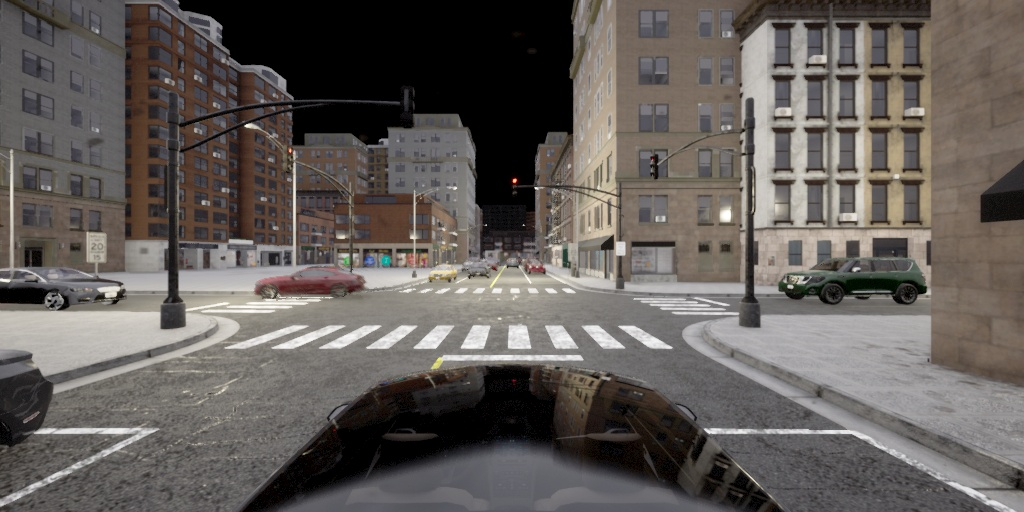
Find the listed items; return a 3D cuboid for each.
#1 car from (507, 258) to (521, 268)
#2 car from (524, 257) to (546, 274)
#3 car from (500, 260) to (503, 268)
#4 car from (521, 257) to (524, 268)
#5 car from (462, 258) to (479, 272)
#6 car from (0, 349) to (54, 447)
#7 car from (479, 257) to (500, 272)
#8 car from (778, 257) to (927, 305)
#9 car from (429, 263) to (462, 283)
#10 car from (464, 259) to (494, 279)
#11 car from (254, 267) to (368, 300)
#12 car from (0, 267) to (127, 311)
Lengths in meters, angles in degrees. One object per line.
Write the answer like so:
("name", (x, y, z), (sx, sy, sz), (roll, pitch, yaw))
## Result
("car", (0.121, 1.309, 58.549), (1.994, 1.385, 4.181), (0, 0, 1))
("car", (2.656, 1.185, 39.818), (1.967, 1.591, 4.097), (0, 0, 0))
("car", (-2.720, 1.245, 62.752), (1.837, 1.490, 4.892), (0, 0, 0))
("car", (2.659, 1.060, 45.480), (2.192, 1.841, 5.009), (0, 0, 0))
("car", (-5.366, 1.296, 45.485), (2.007, 1.370, 4.403), (0, 0, 0))
("car", (-5.388, 1.300, 1.653), (2.007, 1.370, 4.403), (0, 0, 0))
("car", (-2.823, 1.223, 45.441), (1.882, 1.535, 5.008), (0, 0, 0))
("car", (15.351, 1.054, 16.302), (5.566, 2.045, 2.150), (0, 0, -2))
("car", (-5.375, 1.272, 28.329), (1.751, 1.417, 4.829), (0, 0, 0))
("car", (-2.837, 1.252, 31.961), (1.837, 1.490, 4.892), (0, 0, -1))
("car", (-9.326, 1.236, 16.885), (4.674, 1.442, 1.812), (0, 1, -12))
("car", (-17.277, 1.160, 13.323), (4.902, 1.511, 2.128), (0, 0, 2))
